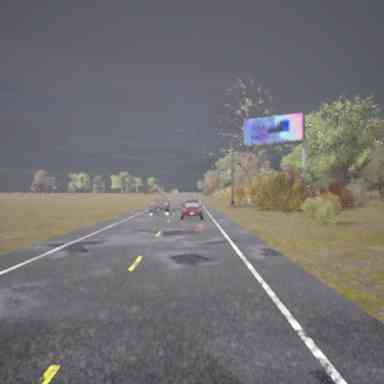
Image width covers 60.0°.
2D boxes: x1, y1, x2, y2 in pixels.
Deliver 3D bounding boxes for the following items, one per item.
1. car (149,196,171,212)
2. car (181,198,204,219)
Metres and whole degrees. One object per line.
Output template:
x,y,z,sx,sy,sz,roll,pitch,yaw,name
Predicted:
-3.571,1.298,37.856,2.097,1.767,4.553,0,0,0,car
0.019,1.484,28.210,1.812,1.442,4.674,0,0,0,car
